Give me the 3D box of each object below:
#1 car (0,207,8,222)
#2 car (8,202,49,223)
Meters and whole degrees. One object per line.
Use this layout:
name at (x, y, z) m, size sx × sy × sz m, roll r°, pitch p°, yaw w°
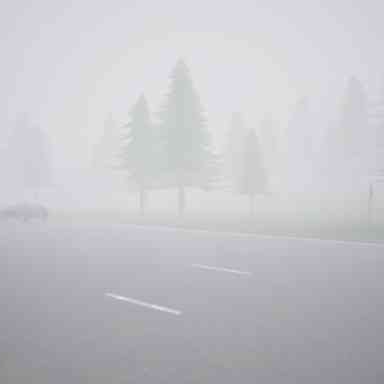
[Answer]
car at (-15.337, 1.540, 23.406) m, size 5.008 × 1.535 × 1.882 m, roll 0°, pitch 0°, yaw 36°
car at (-13.234, 1.554, 26.205) m, size 4.902 × 1.511 × 2.128 m, roll 0°, pitch 0°, yaw 36°
